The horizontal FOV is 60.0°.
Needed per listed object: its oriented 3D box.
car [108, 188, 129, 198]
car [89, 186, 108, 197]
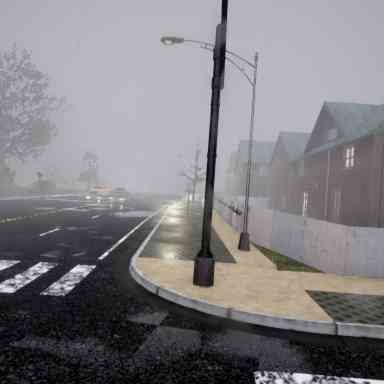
[{"bbox_3d":[-10.725,0.090,49.963,1.812,1.442,4.674,4,1,1],"label":"car"},{"bbox_3d":[-13.963,-0.179,50.058,1.882,1.535,5.008,4,1,1],"label":"car"}]
